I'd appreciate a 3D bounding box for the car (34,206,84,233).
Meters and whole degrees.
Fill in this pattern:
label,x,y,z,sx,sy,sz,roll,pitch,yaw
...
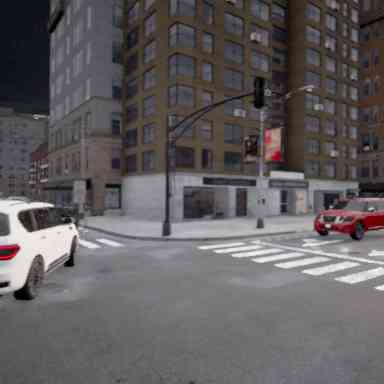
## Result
label,x,y,z,sx,sy,sz,roll,pitch,yaw
car,-8.415,1.622,20.772,1.947,1.339,4.313,1,0,-35

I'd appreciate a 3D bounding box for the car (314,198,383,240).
label,x,y,z,sx,sy,sz,roll,pitch,yaw
car,9.060,1.351,18.084,5.566,2.045,2.150,1,0,-34

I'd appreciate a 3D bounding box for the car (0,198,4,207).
label,x,y,z,sx,sy,sz,roll,pitch,yaw
car,-31.282,1.644,53.143,1.802,1.307,4.206,1,0,-35

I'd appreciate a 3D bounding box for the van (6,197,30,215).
label,x,y,z,sx,sy,sz,roll,pitch,yaw
van,-18.213,1.399,34.647,1.690,1.788,3.998,1,0,-35

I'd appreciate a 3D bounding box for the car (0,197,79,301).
label,x,y,z,sx,sy,sz,roll,pitch,yaw
car,-4.460,1.231,8.348,2.150,2.045,5.566,2,0,-6

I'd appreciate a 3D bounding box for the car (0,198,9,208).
label,x,y,z,sx,sy,sz,roll,pitch,yaw
car,-28.113,1.586,48.658,1.752,1.417,4.829,1,0,-35

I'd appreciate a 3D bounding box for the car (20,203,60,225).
label,x,y,z,sx,sy,sz,roll,pitch,yaw
car,-11.682,1.608,25.397,2.008,1.369,4.403,1,0,-35
